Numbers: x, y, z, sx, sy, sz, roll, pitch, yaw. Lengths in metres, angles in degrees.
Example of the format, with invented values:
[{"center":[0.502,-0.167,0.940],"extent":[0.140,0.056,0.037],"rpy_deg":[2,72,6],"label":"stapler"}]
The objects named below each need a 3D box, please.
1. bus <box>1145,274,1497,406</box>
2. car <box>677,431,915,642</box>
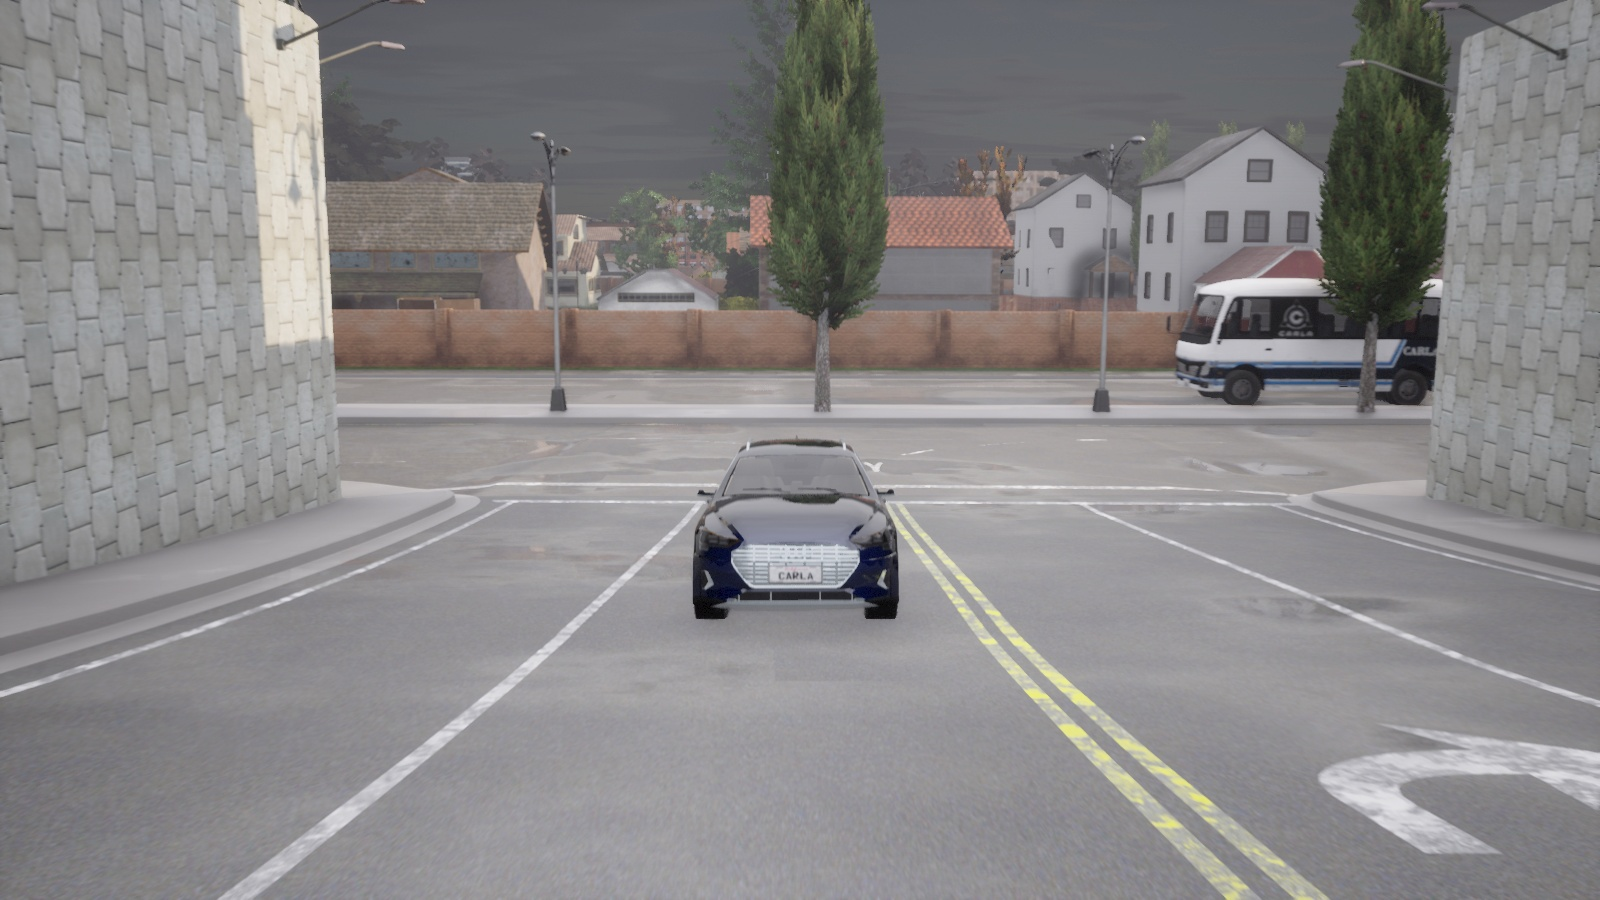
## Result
[{"center":[17.627,-3.881,43.216],"extent":[10.273,4.253,3.944],"rpy_deg":[0,9,-1],"label":"bus"},{"center":[-0.027,0.713,13.249],"extent":[2.033,1.649,4.856],"rpy_deg":[-1,3,0],"label":"car"}]
